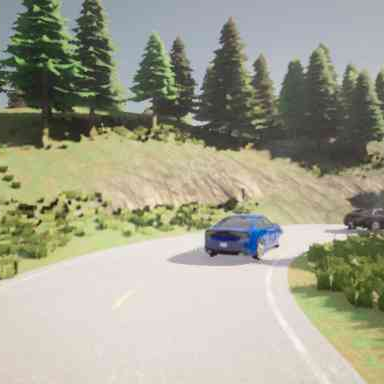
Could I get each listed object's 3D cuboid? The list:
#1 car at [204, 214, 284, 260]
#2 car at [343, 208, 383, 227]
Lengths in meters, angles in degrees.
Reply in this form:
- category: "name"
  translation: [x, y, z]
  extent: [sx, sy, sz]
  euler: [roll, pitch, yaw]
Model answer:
- category: "car"
  translation: [2.222, 1.619, 13.229]
  extent: [1.882, 1.535, 5.008]
  euler: [-1, -1, 28]
- category: "car"
  translation: [12.034, 1.796, 21.442]
  extent: [4.892, 1.490, 1.837]
  euler: [2, -2, -22]
